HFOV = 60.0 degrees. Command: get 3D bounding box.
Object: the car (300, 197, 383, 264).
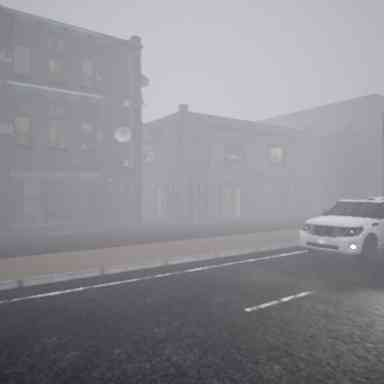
[{"bbox_3d":[6.375,1.218,12.224,5.566,2.045,2.150,0,0,-35],"label":"car"}]
